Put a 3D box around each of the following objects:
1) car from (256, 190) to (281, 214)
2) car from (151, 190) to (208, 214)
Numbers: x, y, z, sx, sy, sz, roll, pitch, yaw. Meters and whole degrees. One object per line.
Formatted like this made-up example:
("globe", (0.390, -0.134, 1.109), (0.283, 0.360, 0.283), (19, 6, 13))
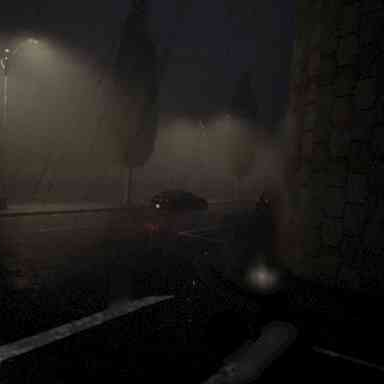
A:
("car", (7.168, 0.752, 27.964), (2.097, 1.767, 4.553), (6, 3, 35))
("car", (-0.737, 0.624, 22.860), (1.837, 1.490, 4.892), (6, 3, 35))
